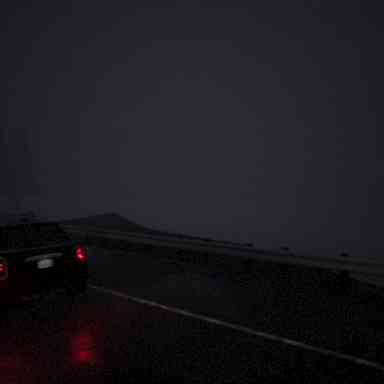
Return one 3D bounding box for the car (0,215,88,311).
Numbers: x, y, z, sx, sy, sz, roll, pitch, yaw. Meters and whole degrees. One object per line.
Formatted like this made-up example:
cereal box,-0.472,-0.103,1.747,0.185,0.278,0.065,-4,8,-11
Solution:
car,-4.372,1.319,7.351,4.553,1.767,2.097,0,0,37
